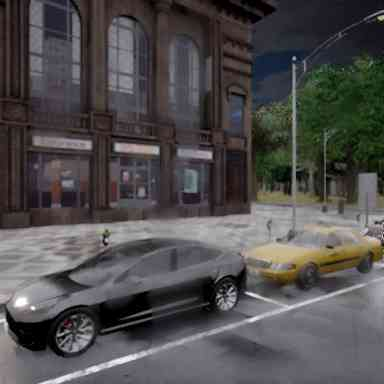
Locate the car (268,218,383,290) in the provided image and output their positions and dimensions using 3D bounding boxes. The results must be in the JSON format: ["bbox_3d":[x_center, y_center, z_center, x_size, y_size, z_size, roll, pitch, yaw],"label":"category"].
[{"bbox_3d":[3.401,1.532,9.091,4.829,1.417,1.752,0,0,-36],"label":"car"}]

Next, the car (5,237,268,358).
[{"bbox_3d":[-0.882,1.568,6.024,4.313,1.339,1.947,0,0,-36],"label":"car"}]
